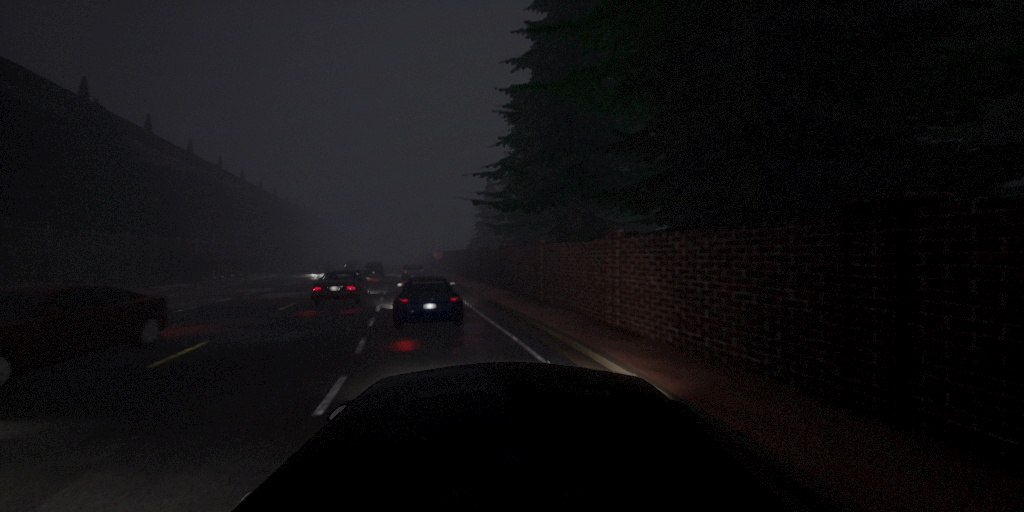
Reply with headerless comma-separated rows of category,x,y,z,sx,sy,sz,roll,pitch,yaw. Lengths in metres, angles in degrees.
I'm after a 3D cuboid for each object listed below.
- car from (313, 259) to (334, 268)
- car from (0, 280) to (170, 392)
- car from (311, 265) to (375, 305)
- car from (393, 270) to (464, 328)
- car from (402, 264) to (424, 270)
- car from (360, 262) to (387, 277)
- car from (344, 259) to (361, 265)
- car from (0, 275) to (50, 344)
car,-24.421,1.166,46.579,2.128,1.511,4.902,0,0,-17
car,-8.614,1.249,6.362,1.882,1.535,5.008,0,0,-14
car,-7.705,1.324,16.441,2.033,1.411,5.357,0,0,-17
car,-2.731,1.327,11.602,1.994,1.385,4.181,0,0,-15
car,-8.844,1.390,32.001,1.895,1.301,4.718,0,0,-17
car,-13.691,1.308,35.873,1.837,1.490,4.892,0,0,-17
car,-21.084,1.233,47.635,2.097,1.767,4.553,0,0,-17
car,-12.289,1.256,6.692,1.882,1.535,5.008,0,0,-15
